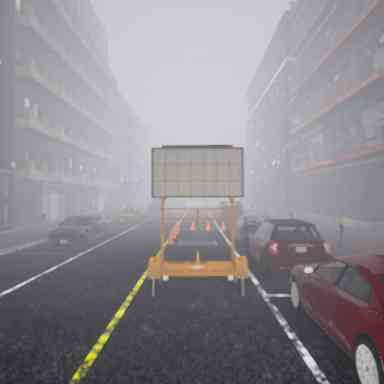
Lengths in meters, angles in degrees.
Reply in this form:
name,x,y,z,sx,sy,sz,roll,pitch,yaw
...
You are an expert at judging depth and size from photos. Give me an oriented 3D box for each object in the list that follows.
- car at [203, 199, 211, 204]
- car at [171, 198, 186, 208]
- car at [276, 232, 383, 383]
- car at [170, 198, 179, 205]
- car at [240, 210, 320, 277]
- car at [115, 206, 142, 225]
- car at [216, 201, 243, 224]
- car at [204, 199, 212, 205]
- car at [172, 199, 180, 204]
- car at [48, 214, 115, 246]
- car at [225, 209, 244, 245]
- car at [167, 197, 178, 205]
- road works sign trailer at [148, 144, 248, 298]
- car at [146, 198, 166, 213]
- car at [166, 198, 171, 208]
name,x,y,z,sx,sy,sz,roll,pitch,yaw
car,4.023,2.494,89.494,1.887,1.381,4.507,0,-1,1
car,-2.114,2.143,59.028,2.128,1.511,4.902,0,-1,1
car,2.789,1.590,4.962,1.887,1.381,4.507,0,-1,1
car,-4.439,2.366,83.985,1.967,1.590,4.097,0,-1,1
car,2.871,1.548,10.599,1.967,1.590,4.097,0,-1,1
car,-5.264,1.850,27.459,1.752,1.417,4.829,0,-1,1
car,3.119,1.606,27.506,2.192,1.841,5.009,0,-1,1
car,3.861,2.358,78.394,1.752,1.417,4.829,0,-1,1
car,-4.356,2.530,89.620,1.887,1.381,4.507,0,-1,1
car,-5.426,1.770,16.357,1.947,1.339,4.313,0,-1,1
car,2.954,1.720,16.232,2.008,1.369,4.403,0,-1,1
car,-4.521,2.182,78.352,2.192,1.841,5.009,0,-1,1
road works sign trailer,0.148,0.563,8.782,2.380,3.560,2.880,0,-1,1
car,-5.015,1.948,44.538,1.967,1.590,4.097,0,-1,1
car,-4.932,1.883,50.175,2.192,1.841,5.009,0,-1,1
